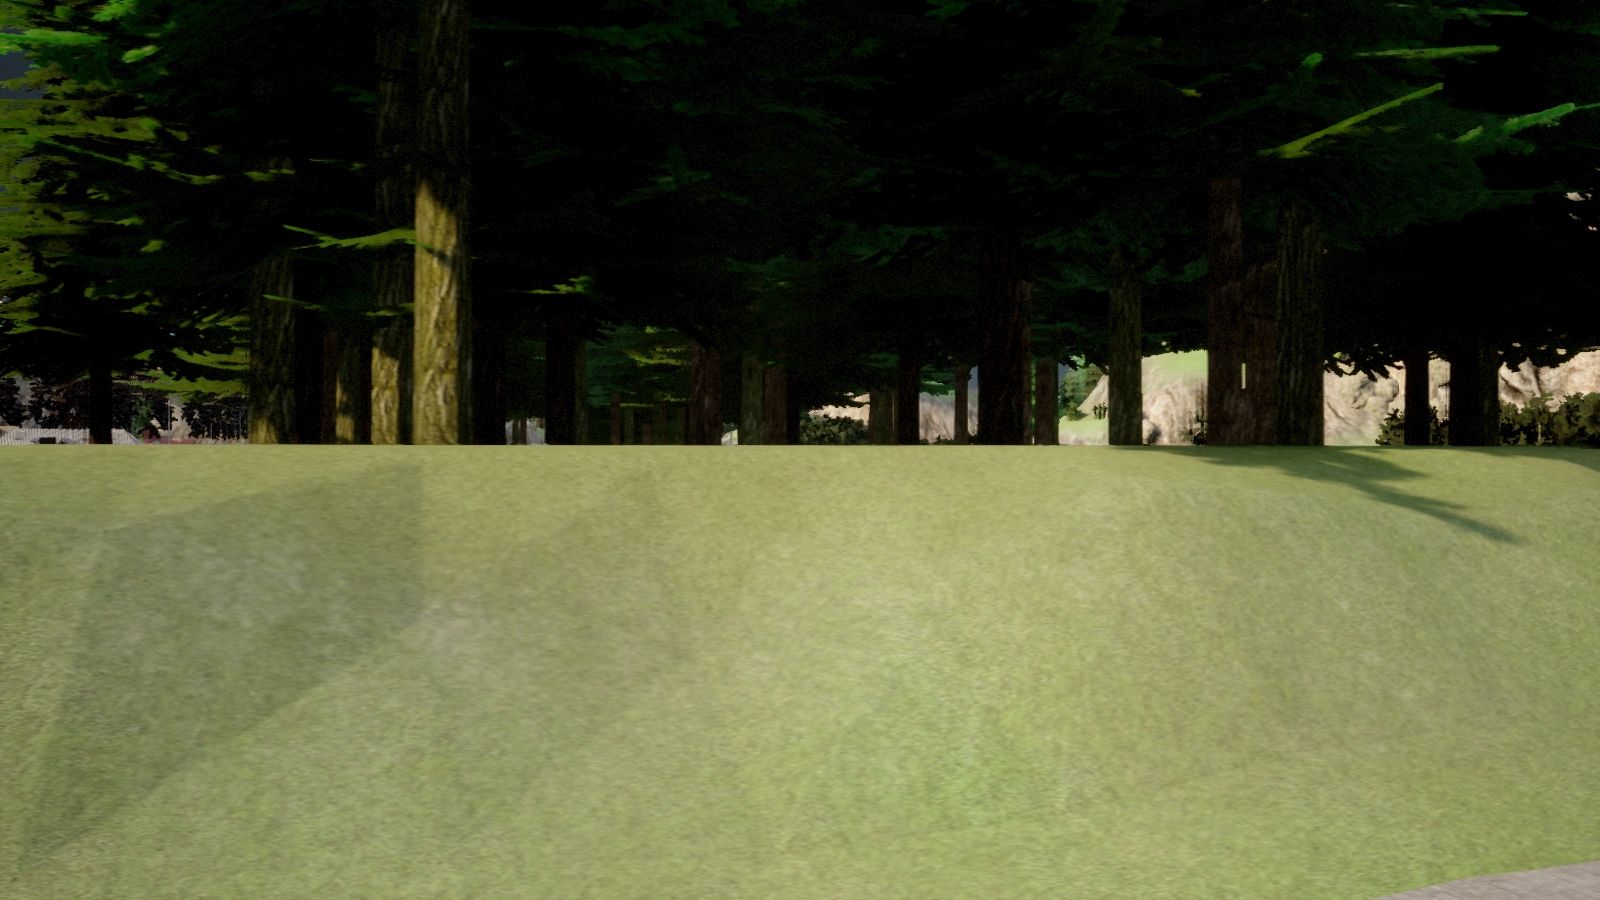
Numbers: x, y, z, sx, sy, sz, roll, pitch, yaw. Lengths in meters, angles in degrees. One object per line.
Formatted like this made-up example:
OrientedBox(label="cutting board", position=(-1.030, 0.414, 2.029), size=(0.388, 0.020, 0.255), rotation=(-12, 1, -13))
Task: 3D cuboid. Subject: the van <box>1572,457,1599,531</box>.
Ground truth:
OrientedBox(label="van", position=(29.296, 1.534, 38.017), size=(1.988, 2.561, 5.915), rotation=(0, 0, -20))
